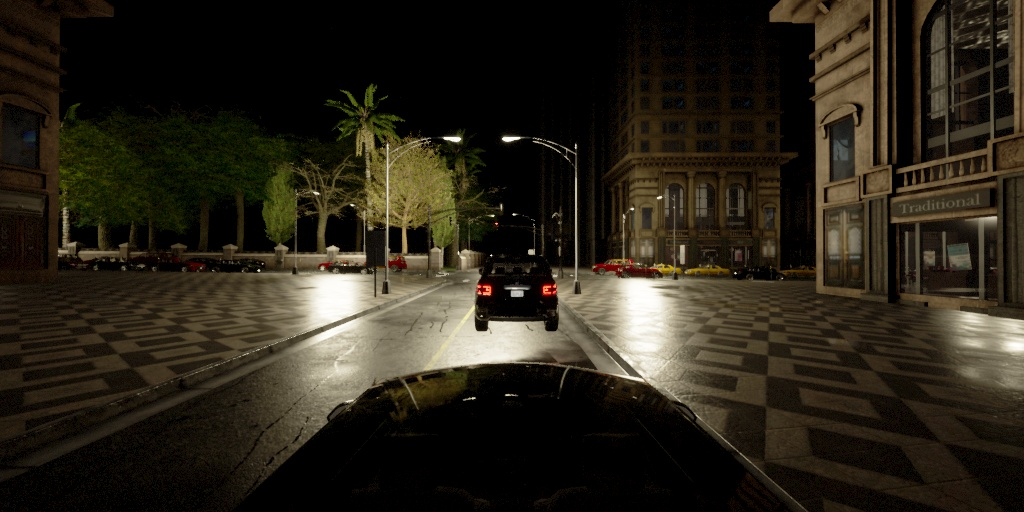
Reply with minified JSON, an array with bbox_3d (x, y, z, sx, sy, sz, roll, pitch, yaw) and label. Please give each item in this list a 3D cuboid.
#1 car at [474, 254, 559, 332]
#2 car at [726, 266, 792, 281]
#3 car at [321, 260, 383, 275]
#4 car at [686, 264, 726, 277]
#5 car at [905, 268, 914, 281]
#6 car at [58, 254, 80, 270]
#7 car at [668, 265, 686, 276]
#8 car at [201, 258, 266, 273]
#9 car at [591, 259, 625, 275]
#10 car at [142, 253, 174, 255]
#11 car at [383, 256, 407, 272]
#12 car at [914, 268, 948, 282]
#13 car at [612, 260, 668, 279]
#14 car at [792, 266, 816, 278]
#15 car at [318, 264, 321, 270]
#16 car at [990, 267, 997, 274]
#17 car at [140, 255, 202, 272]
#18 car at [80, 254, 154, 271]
[{"bbox_3d":[0.115,0.973,11.061,2.150,2.045,5.566,0,0,0],"label":"car"},{"bbox_3d":[22.976,1.659,33.505,4.313,1.339,1.948,0,0,0],"label":"car"},{"bbox_3d":[-14.941,1.113,33.669,4.403,1.370,2.007,0,0,0],"label":"car"},{"bbox_3d":[22.833,1.669,42.031,4.829,1.417,1.751,0,0,0],"label":"car"},{"bbox_3d":[34.055,1.802,33.457,4.313,1.339,1.948,0,0,0],"label":"car"},{"bbox_3d":[-42.561,0.725,33.788,4.207,1.307,1.802,0,0,0],"label":"car"},{"bbox_3d":[17.293,1.595,42.055,4.829,1.417,1.751,0,0,0],"label":"car"},{"bbox_3d":[-25.989,0.964,33.716,4.313,1.339,1.948,0,0,0],"label":"car"},{"bbox_3d":[11.922,1.310,42.078,5.009,1.841,2.192,0,0,0],"label":"car"},{"bbox_3d":[-42.535,0.507,42.313,5.009,1.841,2.192,0,0,0],"label":"car"},{"bbox_3d":[-14.916,0.927,42.194,5.009,1.841,2.192,0,0,0],"label":"car"},{"bbox_3d":[39.596,1.888,33.433,4.207,1.307,1.802,0,0,0],"label":"car"},{"bbox_3d":[11.896,1.385,33.553,4.097,1.591,1.967,0,0,0],"label":"car"},{"bbox_3d":[33.914,1.811,41.983,4.829,1.417,1.751,0,0,0],"label":"car"},{"bbox_3d":[-20.440,1.076,42.218,4.507,1.381,1.888,0,0,0],"label":"car"},{"bbox_3d":[45.137,1.813,33.409,4.097,1.591,1.967,0,0,0],"label":"car"},{"bbox_3d":[-31.514,0.859,33.740,4.507,1.381,1.888,0,0,0],"label":"car"},{"bbox_3d":[-37.037,0.780,33.764,4.403,1.370,2.007,0,0,0],"label":"car"}]
